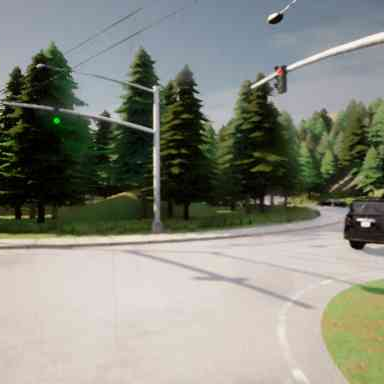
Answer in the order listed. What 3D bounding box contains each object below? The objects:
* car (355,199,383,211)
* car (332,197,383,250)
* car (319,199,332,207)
[{"bbox_3d":[22.484,1.602,42.100,1.812,1.442,4.674,0,0,7],"label":"car"},{"bbox_3d":[8.263,1.218,13.196,5.566,2.045,2.150,0,0,-35],"label":"car"},{"bbox_3d":[22.064,1.749,52.413,1.895,1.301,4.718,0,0,-13],"label":"car"}]
